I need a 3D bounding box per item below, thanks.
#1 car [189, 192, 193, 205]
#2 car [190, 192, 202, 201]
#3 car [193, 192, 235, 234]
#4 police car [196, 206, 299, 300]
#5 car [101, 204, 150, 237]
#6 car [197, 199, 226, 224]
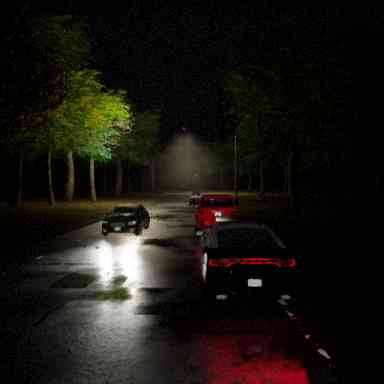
[{"bbox_3d":[0.550,1.089,46.157,2.033,1.411,5.357,0,1,1],"label":"car"},{"bbox_3d":[0.672,0.740,59.869,2.033,1.411,5.357,0,2,1],"label":"car"},{"bbox_3d":[1.256,1.127,18.407,2.150,2.045,5.566,0,1,1],"label":"car"},{"bbox_3d":[1.145,1.398,8.493,1.930,1.638,5.238,0,0,1],"label":"police car"},{"bbox_3d":[-3.402,1.402,17.715,2.128,1.511,4.902,0,1,1],"label":"car"},{"bbox_3d":[1.323,1.347,24.381,1.837,1.490,4.892,0,1,1],"label":"car"}]
